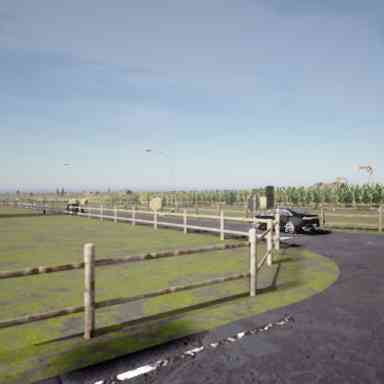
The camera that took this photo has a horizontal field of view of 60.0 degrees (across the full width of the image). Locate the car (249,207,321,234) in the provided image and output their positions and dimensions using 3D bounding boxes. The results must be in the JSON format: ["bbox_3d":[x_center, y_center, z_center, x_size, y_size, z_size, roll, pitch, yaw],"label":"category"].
[{"bbox_3d":[5.657,1.726,20.908,2.128,1.511,4.902,-1,-1,-33],"label":"car"}]

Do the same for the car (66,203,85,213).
[{"bbox_3d":[-17.898,2.463,50.769,1.837,1.490,4.892,0,-1,-34],"label":"car"}]
